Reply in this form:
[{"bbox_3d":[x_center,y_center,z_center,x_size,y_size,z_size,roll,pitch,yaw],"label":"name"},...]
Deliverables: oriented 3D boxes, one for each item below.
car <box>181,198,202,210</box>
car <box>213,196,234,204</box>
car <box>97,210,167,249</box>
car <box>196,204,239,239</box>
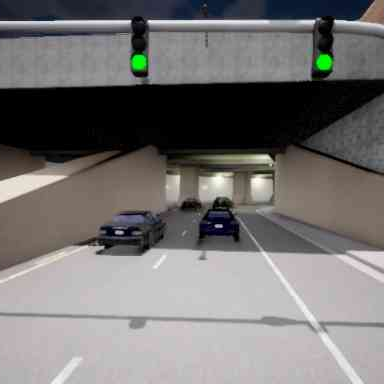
[{"bbox_3d":[0.011,1.465,41.411,2.033,1.411,5.357,1,0,12],"label":"car"},{"bbox_3d":[4.100,1.316,43.060,2.097,1.767,4.553,1,0,16],"label":"car"},{"bbox_3d":[-2.372,1.489,14.314,2.033,1.411,5.357,1,0,5],"label":"car"},{"bbox_3d":[1.411,1.547,17.395,1.994,1.385,4.181,1,0,5],"label":"car"}]
